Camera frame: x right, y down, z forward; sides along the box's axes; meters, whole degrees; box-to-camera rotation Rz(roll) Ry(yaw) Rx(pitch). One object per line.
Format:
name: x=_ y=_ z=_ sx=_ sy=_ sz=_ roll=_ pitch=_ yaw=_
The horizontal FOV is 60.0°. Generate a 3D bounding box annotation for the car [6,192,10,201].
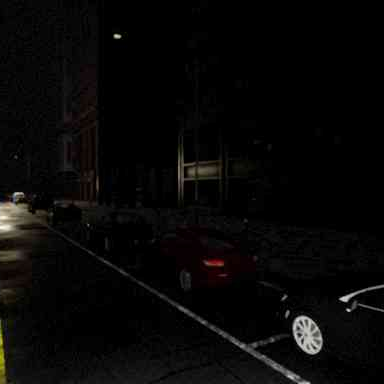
car: x=-35.319 y=1.093 z=66.185 sx=1.967 sy=1.590 sz=4.097 roll=-1 pitch=1 yaw=-31

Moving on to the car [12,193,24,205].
car: x=-26.590 y=1.242 z=51.903 sx=1.752 sy=1.417 sz=4.829 roll=-1 pitch=1 yaw=-31

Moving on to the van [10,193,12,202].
van: x=-29.441 y=1.037 z=56.565 sx=1.690 sy=1.788 sz=3.998 roll=-1 pitch=1 yaw=-31

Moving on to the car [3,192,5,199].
car: x=-41.196 y=1.161 z=75.805 sx=2.008 sy=1.369 sz=4.403 roll=-1 pitch=1 yaw=-31

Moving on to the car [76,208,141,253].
car: x=-2.990 y=1.464 z=13.284 sx=2.008 sy=1.369 sz=4.403 roll=-1 pitch=1 yaw=-31

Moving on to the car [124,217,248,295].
car: x=-0.051 y=1.522 z=8.475 sx=1.802 sy=1.307 sz=4.206 roll=-1 pitch=1 yaw=-31

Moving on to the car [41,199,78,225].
car: x=-8.868 y=1.405 z=22.902 sx=1.887 sy=1.381 sz=4.507 roll=-1 pitch=1 yaw=-31

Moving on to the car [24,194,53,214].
car: x=-14.746 y=1.125 z=32.518 sx=2.192 sy=1.841 sz=5.009 roll=-1 pitch=1 yaw=-31

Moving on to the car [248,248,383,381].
car: x=2.888 y=1.519 z=3.665 sx=2.008 sy=1.369 sz=4.403 roll=-1 pitch=1 yaw=-31
